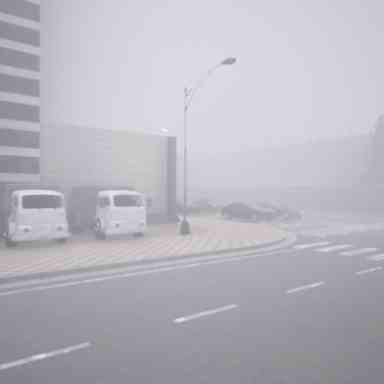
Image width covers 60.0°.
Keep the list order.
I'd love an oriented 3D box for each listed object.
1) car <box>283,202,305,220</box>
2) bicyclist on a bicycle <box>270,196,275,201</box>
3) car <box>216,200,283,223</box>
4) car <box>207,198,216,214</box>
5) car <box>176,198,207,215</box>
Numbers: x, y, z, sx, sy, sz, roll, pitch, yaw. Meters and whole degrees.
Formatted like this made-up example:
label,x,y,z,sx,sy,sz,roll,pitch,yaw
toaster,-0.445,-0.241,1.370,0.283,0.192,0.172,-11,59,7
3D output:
label,x,y,z,sx,sy,sz,roll,pitch,yaw
car,7.361,1.546,28.492,2.128,1.511,4.902,0,0,-36
bicyclist on a bicycle,10.385,1.409,43.133,1.656,1.620,0.582,0,0,-36
car,4.430,1.515,26.576,1.882,1.535,5.008,0,0,-36
car,1.850,1.407,36.186,2.097,1.767,4.553,0,0,-36
car,-1.030,1.515,34.196,1.882,1.535,5.008,0,0,-36
